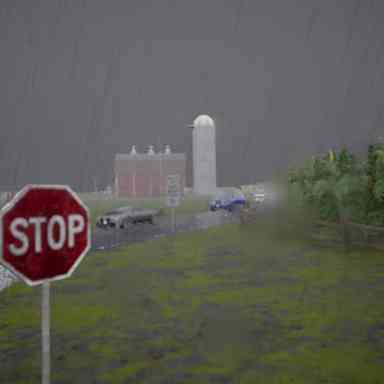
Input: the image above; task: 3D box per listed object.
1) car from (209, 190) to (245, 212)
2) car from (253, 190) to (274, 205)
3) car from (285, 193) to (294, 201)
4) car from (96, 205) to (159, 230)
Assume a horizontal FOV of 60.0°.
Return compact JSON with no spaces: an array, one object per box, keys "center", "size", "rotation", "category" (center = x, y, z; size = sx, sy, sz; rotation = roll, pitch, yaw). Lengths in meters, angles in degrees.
[{"center":[3.688,0.901,33.867],"size":[2.150,2.045,5.566],"rotation":[-1,1,27],"category":"car"},{"center":[10.290,0.678,47.644],"size":[2.150,2.045,5.566],"rotation":[-1,0,24],"category":"car"},{"center":[17.029,0.788,57.022],"size":[2.033,1.411,5.357],"rotation":[-1,0,20],"category":"car"},{"center":[-3.884,1.494,20.502],"size":[1.994,1.385,4.181],"rotation":[-1,0,31],"category":"car"}]
